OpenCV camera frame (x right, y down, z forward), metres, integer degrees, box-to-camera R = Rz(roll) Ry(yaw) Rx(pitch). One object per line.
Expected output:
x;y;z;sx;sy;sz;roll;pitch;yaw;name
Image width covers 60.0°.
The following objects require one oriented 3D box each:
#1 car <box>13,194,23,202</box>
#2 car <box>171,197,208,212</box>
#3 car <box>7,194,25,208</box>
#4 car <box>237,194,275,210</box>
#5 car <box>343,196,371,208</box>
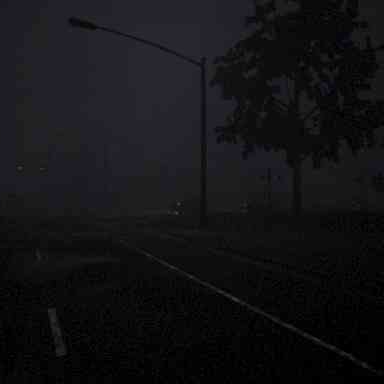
-38.803;1.330;74.123;1.812;1.442;4.674;0;1;-27;car
-0.362;1.466;41.321;4.553;1.767;2.097;0;0;-28;car
-26.879;1.316;50.693;2.150;2.045;5.566;0;1;-27;car
8.919;1.325;46.299;5.566;2.045;2.150;0;0;-28;car
25.374;1.428;51.108;4.553;1.767;2.097;0;0;-31;car
